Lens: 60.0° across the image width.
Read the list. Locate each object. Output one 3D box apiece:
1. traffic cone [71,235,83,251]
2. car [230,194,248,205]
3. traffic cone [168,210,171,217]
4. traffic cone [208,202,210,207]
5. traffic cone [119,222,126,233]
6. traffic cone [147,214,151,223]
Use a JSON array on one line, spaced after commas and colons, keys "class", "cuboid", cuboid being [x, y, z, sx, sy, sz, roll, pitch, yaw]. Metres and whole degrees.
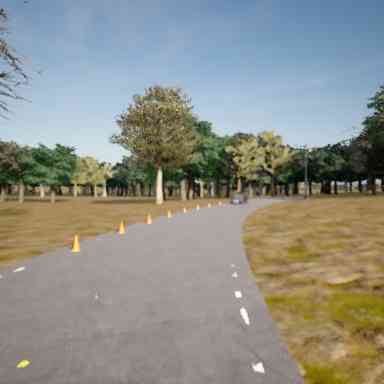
[{"class": "traffic cone", "cuboid": [-4.289, 1.882, 12.334, 0.340, 0.580, 0.340, 0, 0, 6]}, {"class": "car", "cuboid": [6.861, 1.075, 48.137, 1.812, 1.442, 4.674, 1, 1, 21]}, {"class": "traffic cone", "cuboid": [-1.883, 1.768, 27.442, 0.340, 0.580, 0.340, 0, 1, 12]}, {"class": "traffic cone", "cuboid": [2.218, 1.587, 42.177, 0.340, 0.580, 0.340, 1, 1, 19]}, {"class": "traffic cone", "cuboid": [-3.678, 1.852, 17.400, 0.340, 0.580, 0.340, 0, 0, 8]}, {"class": "traffic cone", "cuboid": [-2.876, 1.814, 22.438, 0.340, 0.580, 0.340, 0, 1, 10]}]
